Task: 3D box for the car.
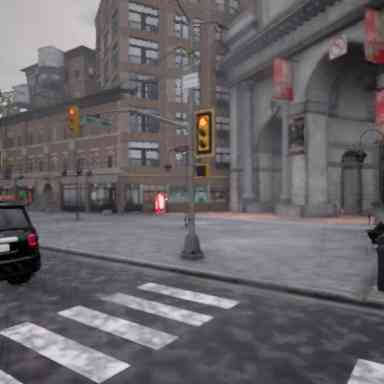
[{"bbox_3d":[-6.036,1.242,8.297,5.566,2.045,2.150,0,0,36],"label":"car"}]
